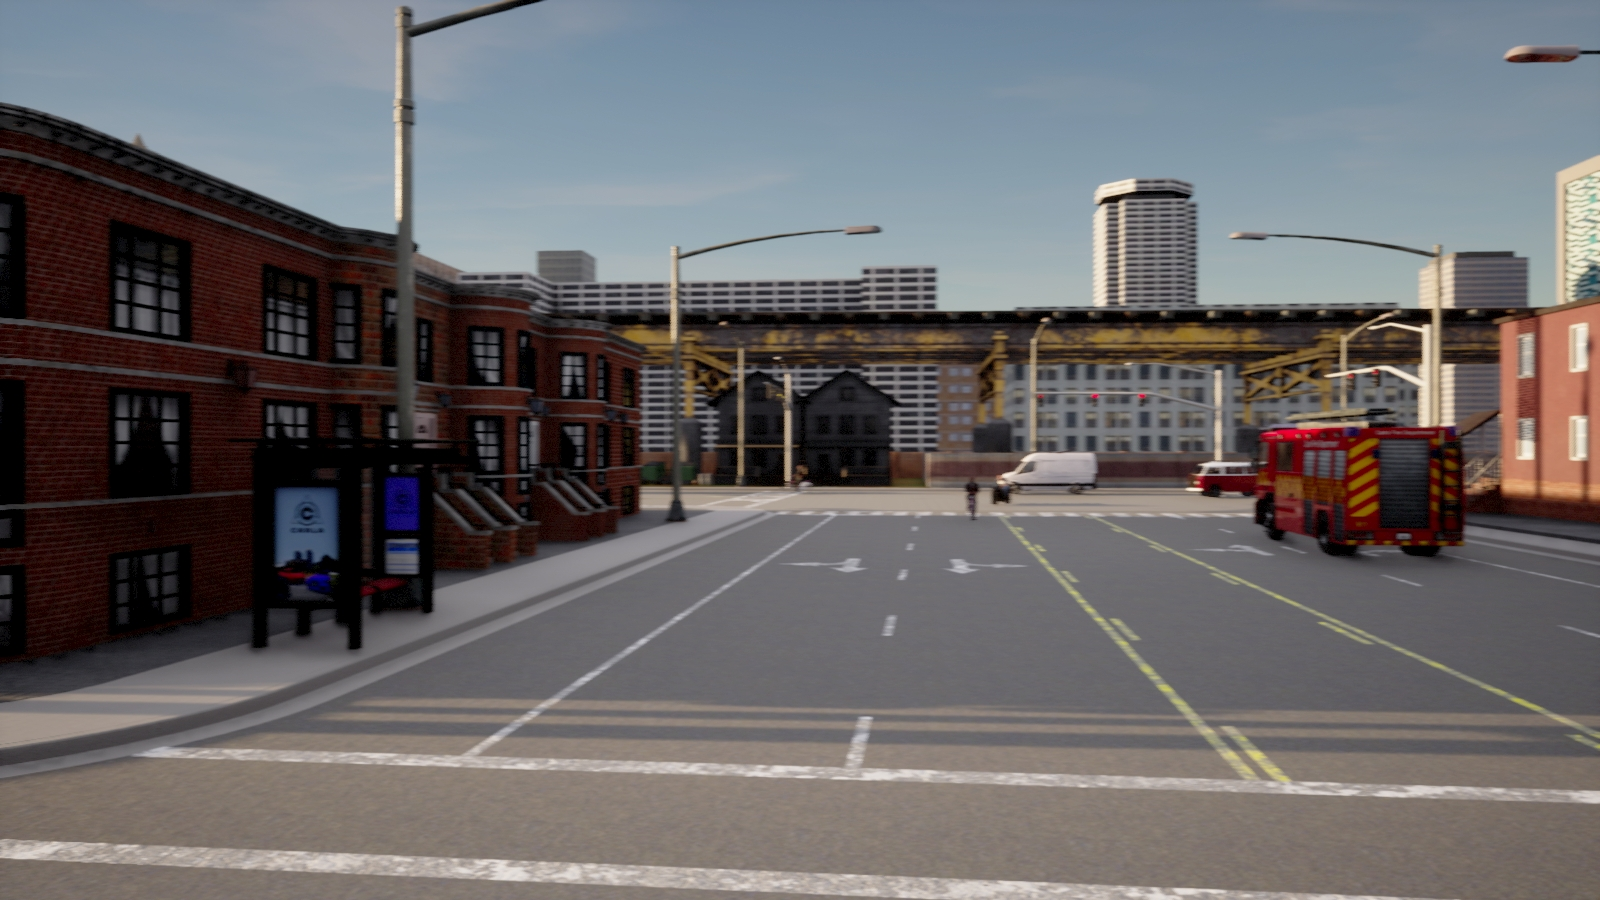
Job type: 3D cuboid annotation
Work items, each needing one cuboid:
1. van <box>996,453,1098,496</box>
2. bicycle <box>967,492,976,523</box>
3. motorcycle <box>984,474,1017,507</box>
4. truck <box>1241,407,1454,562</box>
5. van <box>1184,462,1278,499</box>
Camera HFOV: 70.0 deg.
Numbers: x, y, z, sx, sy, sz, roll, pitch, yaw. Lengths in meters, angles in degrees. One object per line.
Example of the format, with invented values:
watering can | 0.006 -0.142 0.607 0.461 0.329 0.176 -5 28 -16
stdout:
van | 15.015 1.452 69.719 5.915 2.561 1.988 0 0 7
bicycle | 6.543 2.184 43.595 0.329 1.126 1.835 0 0 9
motorcycle | 9.854 1.969 56.138 0.803 1.505 2.033 1 1 36
truck | 15.220 0.844 32.628 2.891 3.827 8.468 0 0 7
van | 24.284 1.698 64.498 4.480 2.038 2.069 0 -1 -3
